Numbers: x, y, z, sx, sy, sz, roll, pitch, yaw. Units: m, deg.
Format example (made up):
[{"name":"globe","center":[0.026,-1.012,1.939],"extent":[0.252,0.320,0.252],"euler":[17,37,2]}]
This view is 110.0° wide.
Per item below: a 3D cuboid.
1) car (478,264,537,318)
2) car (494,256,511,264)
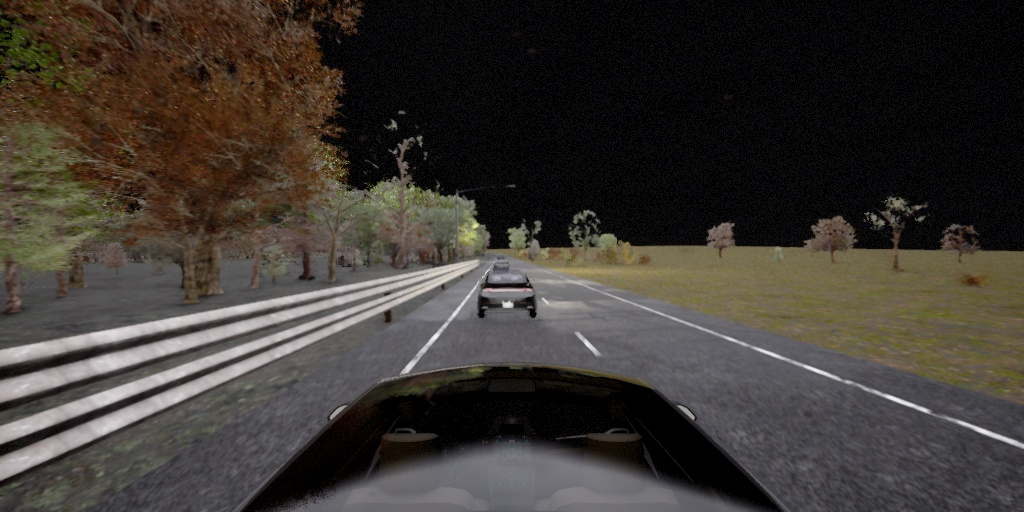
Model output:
[{"name":"car","center":[-0.204,1.213,12.891],"extent":[2.128,1.511,4.902],"euler":[0,0,-2]},{"name":"car","center":[-1.176,1.121,42.880],"extent":[2.128,1.511,4.902],"euler":[0,0,-2]}]
